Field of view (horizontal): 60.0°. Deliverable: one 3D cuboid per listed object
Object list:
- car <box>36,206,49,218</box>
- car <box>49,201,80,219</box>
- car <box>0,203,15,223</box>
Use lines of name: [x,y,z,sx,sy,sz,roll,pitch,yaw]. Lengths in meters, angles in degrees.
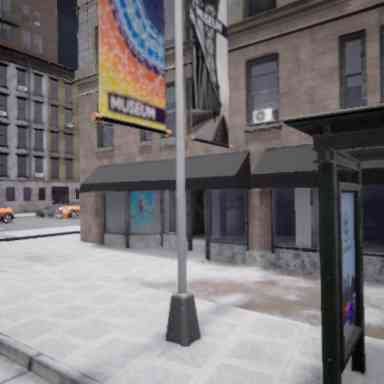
car: [-13.783,1.891,34.238,1.994,1.385,4.181,-1,-1,36]
car: [-11.021,1.619,32.544,2.097,1.767,4.553,-1,-1,36]
car: [-16.168,1.591,25.350,2.097,1.767,4.553,-1,-1,36]
